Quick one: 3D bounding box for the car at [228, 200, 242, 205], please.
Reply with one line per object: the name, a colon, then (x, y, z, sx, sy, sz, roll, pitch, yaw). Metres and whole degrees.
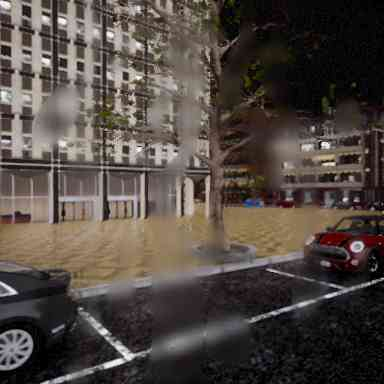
car: (10.795, 2.593, 82.852, 1.802, 1.307, 4.206, -1, 0, -36)

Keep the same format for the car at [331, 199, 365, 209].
car: (23.551, 2.112, 50.818, 2.008, 1.369, 4.403, -1, 0, -36)

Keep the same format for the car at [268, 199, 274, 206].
car: (17.342, 2.288, 73.845, 1.967, 1.590, 4.097, -1, 0, -36)

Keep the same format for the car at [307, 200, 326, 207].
car: (23.952, 2.267, 64.878, 1.802, 1.307, 4.206, -1, 0, -36)

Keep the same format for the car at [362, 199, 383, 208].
car: (26.825, 2.031, 46.312, 2.008, 1.369, 4.403, -1, 0, -36)

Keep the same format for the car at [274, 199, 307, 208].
car: (17.458, 2.258, 59.282, 1.887, 1.381, 4.507, -1, 0, -36)

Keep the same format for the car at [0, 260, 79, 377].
car: (-3.664, 1.548, 3.951, 4.403, 1.369, 2.008, 0, 0, -36)

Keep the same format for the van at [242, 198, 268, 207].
van: (12.525, 2.177, 66.159, 1.690, 1.788, 3.998, -1, 0, -36)

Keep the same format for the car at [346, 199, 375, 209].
car: (29.223, 1.996, 57.705, 1.967, 1.590, 4.097, -1, 0, -36)

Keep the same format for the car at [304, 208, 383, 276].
car: (5.326, 1.467, 10.386, 4.097, 1.590, 1.967, 0, -1, -36)
